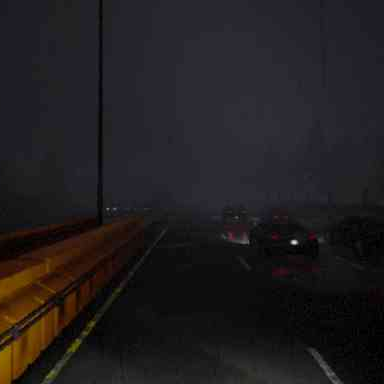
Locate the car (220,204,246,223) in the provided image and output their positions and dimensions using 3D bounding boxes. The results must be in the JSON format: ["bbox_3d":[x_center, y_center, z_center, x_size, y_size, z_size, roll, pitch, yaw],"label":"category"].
[{"bbox_3d":[3.508,1.804,28.468,2.128,1.511,4.902,0,0,0],"label":"car"}]

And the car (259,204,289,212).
[{"bbox_3d":[7.008,1.818,28.476,1.837,1.490,4.892,0,0,0],"label":"car"}]

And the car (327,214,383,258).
[{"bbox_3d":[7.012,1.655,13.471,1.837,1.490,4.892,0,0,0],"label":"car"}]

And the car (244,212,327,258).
[{"bbox_3d":[3.512,1.712,13.378,1.994,1.385,4.181,0,-1,0],"label":"car"}]
